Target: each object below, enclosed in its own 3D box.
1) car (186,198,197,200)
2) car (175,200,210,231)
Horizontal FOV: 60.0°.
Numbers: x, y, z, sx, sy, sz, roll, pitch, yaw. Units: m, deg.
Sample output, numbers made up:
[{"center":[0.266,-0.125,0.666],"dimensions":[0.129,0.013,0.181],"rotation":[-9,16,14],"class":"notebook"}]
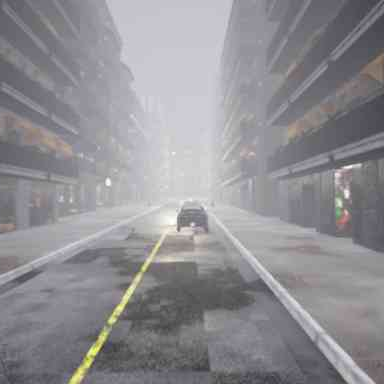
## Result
[{"center":[-0.036,1.472,40.833],"dimensions":[2.128,1.511,4.902],"rotation":[0,0,0],"class":"car"},{"center":[0.028,1.495,20.529],"dimensions":[1.837,1.490,4.892],"rotation":[0,1,0],"class":"car"}]
